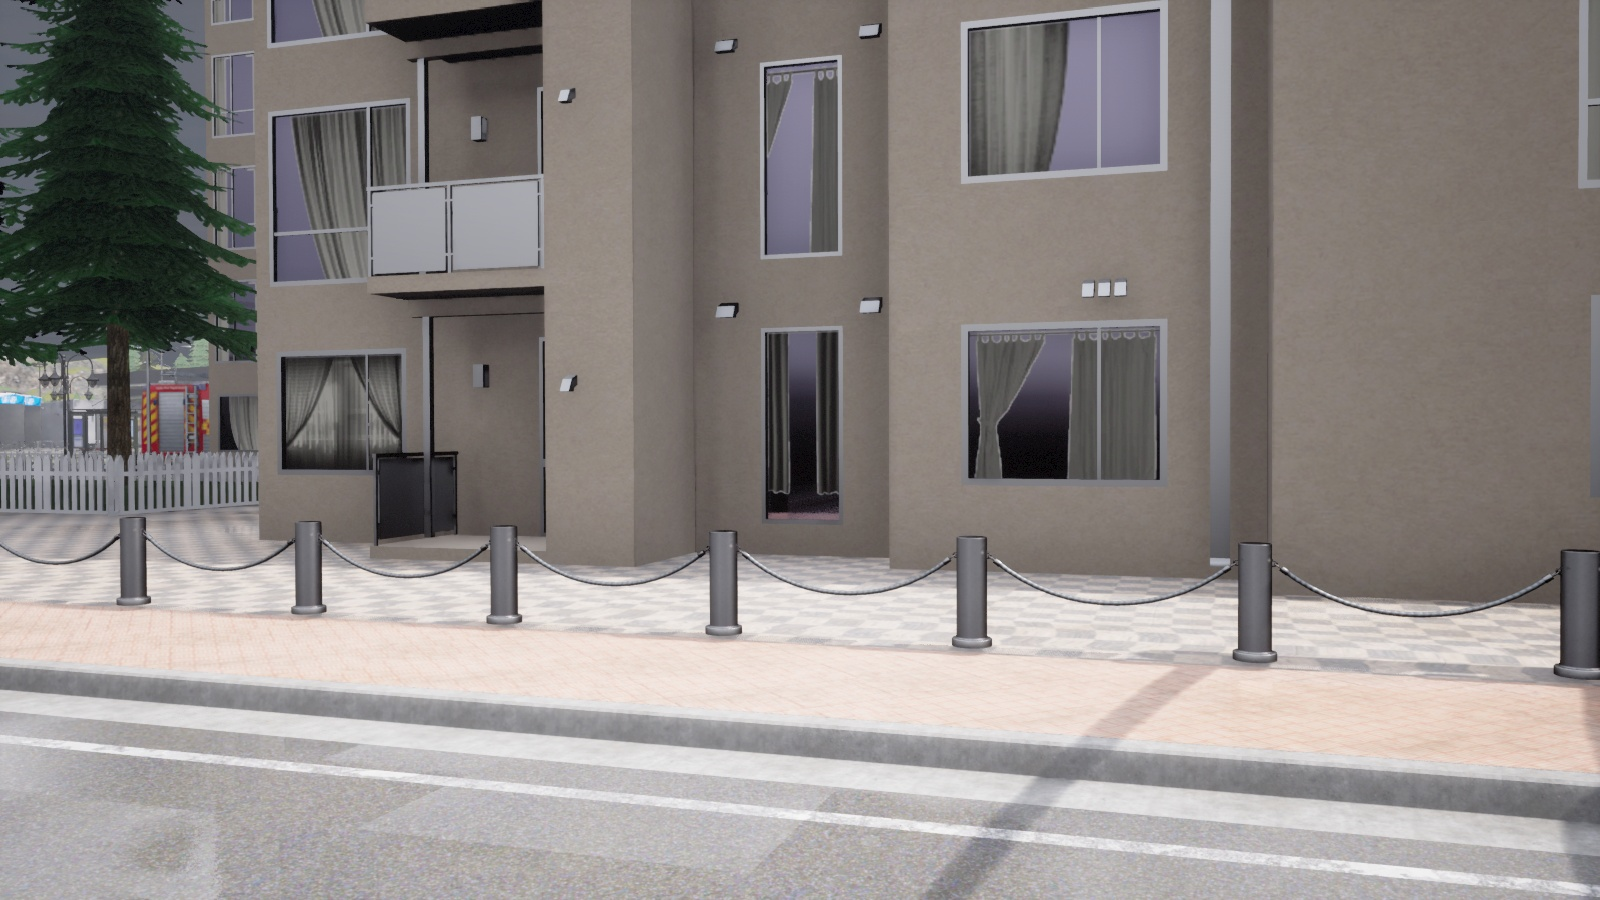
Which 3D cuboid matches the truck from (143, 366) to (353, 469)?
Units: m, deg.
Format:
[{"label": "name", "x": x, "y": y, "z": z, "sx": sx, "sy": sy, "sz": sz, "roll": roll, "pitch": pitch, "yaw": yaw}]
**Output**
[{"label": "truck", "x": -22.110, "y": -1.255, "z": 50.956, "sx": 2.891, "sy": 3.827, "sz": 8.468, "roll": 1, "pitch": 1, "yaw": 18}]
